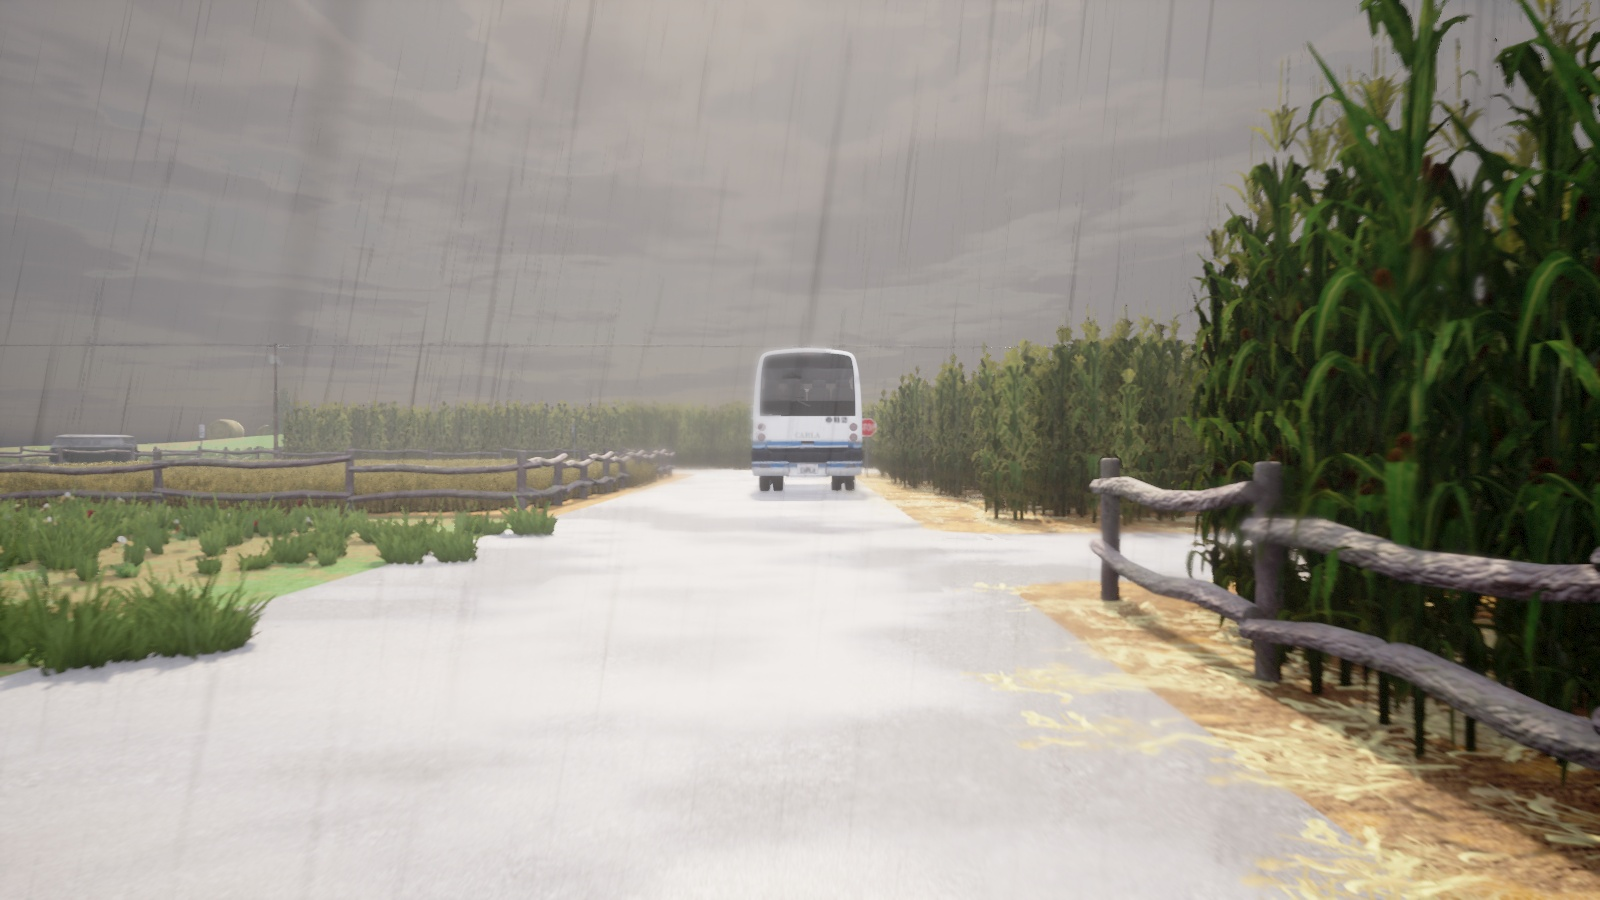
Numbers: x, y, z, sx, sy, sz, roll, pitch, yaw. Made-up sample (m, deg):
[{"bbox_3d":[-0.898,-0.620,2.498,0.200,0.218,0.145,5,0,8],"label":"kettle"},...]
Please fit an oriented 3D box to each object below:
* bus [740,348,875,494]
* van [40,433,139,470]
[{"bbox_3d":[0.253,-0.865,41.752,3.944,4.253,10.273,0,0,0],"label":"bus"},{"bbox_3d":[-38.724,0.082,68.510,4.442,1.987,1.775,0,0,0],"label":"van"}]
